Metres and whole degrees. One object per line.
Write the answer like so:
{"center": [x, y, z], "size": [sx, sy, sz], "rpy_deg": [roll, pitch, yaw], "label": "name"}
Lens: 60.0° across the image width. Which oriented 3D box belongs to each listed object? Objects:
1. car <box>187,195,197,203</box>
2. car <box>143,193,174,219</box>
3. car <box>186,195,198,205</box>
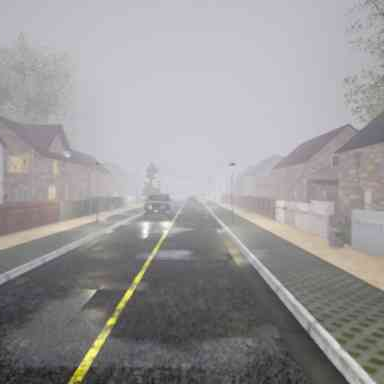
{"center": [-0.008, 1.289, 65.304], "size": [2.033, 1.411, 5.357], "rpy_deg": [0, 0, 0], "label": "car"}
{"center": [-2.764, 1.115, 28.345], "size": [2.150, 2.045, 5.566], "rpy_deg": [0, 0, 0], "label": "car"}
{"center": [-0.007, 1.342, 55.347], "size": [1.994, 1.385, 4.181], "rpy_deg": [0, 0, 0], "label": "car"}
